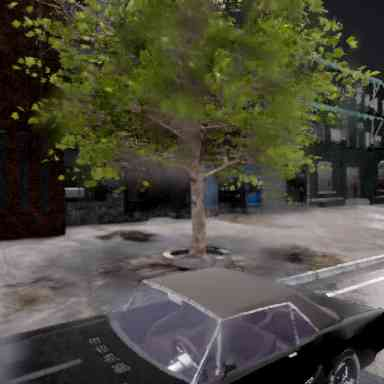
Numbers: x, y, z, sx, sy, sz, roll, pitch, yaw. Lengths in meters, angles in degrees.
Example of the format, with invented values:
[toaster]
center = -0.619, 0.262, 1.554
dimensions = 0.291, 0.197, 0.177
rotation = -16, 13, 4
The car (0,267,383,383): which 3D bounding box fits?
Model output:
[car]
center = -0.056, 1.600, 3.338
dimensions = 4.718, 1.301, 1.895
rotation = 0, 0, -36
